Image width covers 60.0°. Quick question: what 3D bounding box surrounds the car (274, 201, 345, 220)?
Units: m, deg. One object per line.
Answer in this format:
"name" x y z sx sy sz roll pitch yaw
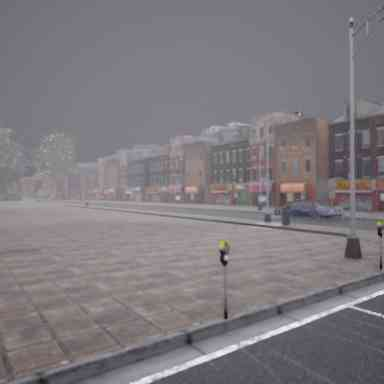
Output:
"car" 9.103 1.402 26.258 2.033 1.411 5.357 -1 1 -38
